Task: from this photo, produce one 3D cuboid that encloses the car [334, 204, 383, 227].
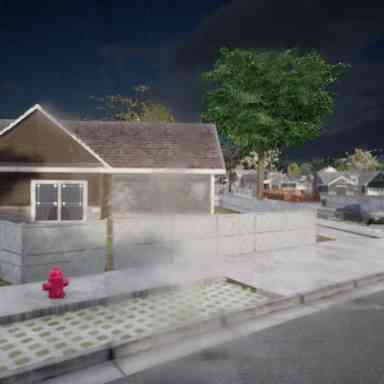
[{"bbox_3d":[12.201,1.591,23.687,2.033,1.411,5.357,0,0,-5],"label":"car"}]
